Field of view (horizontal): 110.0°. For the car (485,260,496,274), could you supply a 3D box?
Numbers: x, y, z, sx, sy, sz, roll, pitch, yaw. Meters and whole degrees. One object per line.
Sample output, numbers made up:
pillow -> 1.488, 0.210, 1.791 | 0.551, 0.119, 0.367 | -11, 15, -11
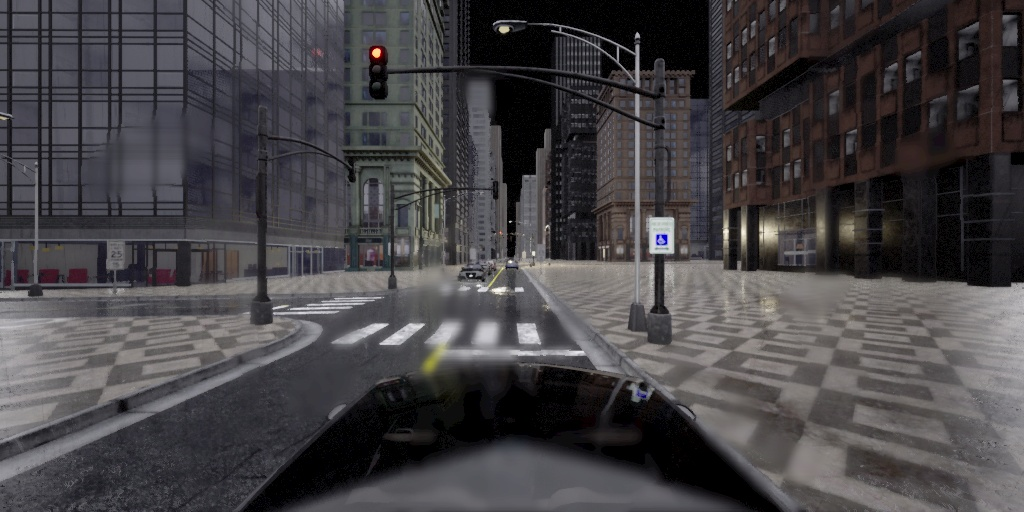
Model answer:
car -> -3.102, 1.244, 37.916 | 2.128, 1.511, 4.902 | 0, 0, 0

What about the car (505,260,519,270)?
car -> -0.010, 1.325, 53.357 | 1.994, 1.385, 4.181 | 0, 0, 0

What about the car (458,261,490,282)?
car -> -3.109, 1.314, 28.945 | 1.994, 1.385, 4.181 | 0, 0, 0
